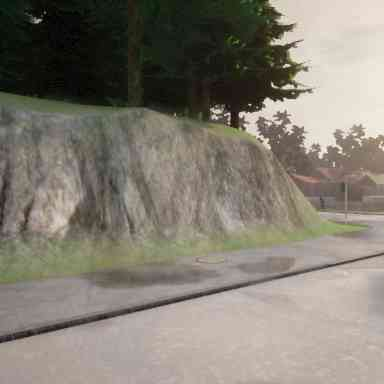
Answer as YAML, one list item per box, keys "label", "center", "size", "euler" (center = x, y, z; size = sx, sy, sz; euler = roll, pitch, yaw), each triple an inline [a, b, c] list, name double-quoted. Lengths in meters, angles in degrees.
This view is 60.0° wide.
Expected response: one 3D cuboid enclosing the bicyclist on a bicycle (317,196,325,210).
- label: "bicyclist on a bicycle"
  center: [15.552, 1.349, 39.986]
  size: [1.656, 1.620, 0.582]
  euler: [0, 0, -36]
